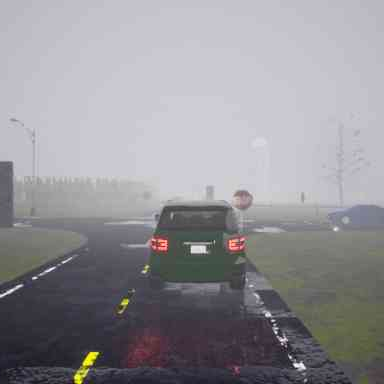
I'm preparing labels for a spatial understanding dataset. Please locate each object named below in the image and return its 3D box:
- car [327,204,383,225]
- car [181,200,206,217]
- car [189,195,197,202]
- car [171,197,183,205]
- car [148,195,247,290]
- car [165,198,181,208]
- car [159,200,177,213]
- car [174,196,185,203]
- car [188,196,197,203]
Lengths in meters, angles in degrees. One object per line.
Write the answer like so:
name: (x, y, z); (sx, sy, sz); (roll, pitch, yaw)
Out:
car: (12.930, 1.671, 25.380); (5.008, 1.535, 1.882); (1, 1, 0)
car: (0.250, 1.563, 33.354); (2.033, 1.411, 5.357); (0, 0, 6)
car: (0.184, 1.497, 80.204); (1.882, 1.535, 5.008); (0, 0, 0)
car: (-2.665, 1.575, 59.115); (1.812, 1.442, 4.674); (0, 0, 1)
car: (0.108, 1.222, 9.220); (2.150, 2.045, 5.566); (0, 0, 0)
car: (-2.709, 1.598, 48.831); (1.994, 1.385, 4.181); (0, 0, 1)
car: (-2.731, 1.622, 38.874); (1.895, 1.301, 4.718); (0, 0, -1)
car: (-2.587, 1.604, 69.786); (2.033, 1.411, 5.357); (0, 0, 0)
car: (0.165, 1.591, 70.201); (1.812, 1.442, 4.674); (0, 0, 0)
